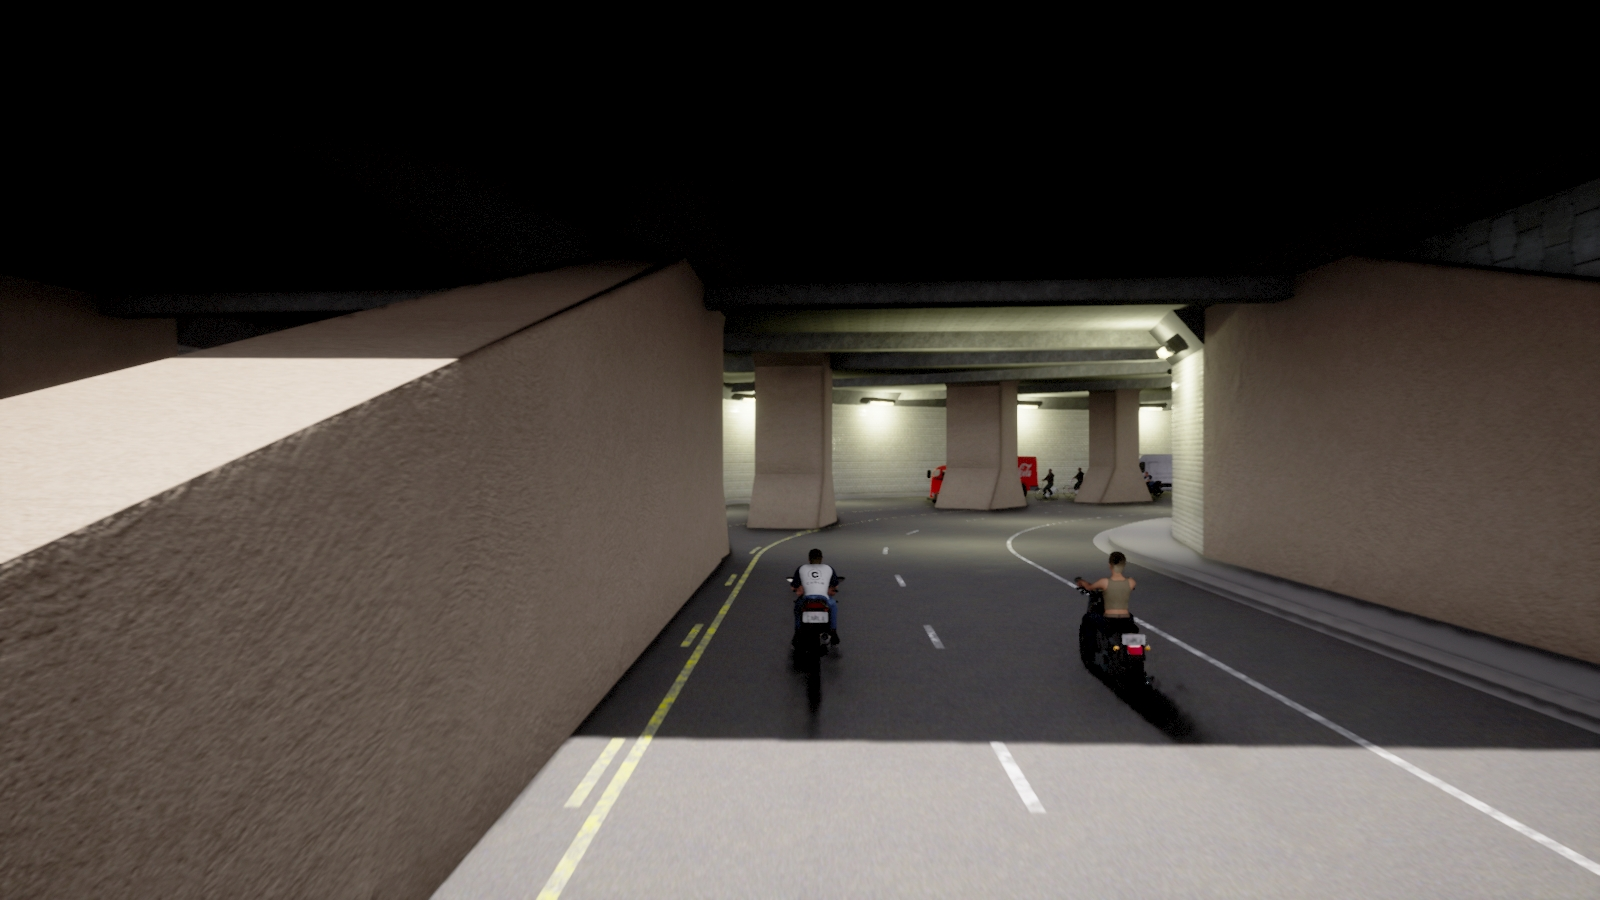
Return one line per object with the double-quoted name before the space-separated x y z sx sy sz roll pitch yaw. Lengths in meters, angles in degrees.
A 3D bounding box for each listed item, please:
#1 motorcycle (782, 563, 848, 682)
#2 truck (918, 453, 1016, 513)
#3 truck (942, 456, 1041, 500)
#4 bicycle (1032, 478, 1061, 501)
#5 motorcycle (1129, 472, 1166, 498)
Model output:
"motorcycle" 0.200 2.174 14.735 0.803 1.224 2.033 0 0 1
"truck" 8.917 1.668 60.558 2.627 2.467 5.204 8 9 40
"truck" 11.063 1.568 65.978 5.204 2.467 2.627 0 0 -32
"bicycle" 13.704 2.170 63.462 1.835 1.251 0.329 0 0 -32
"motorcycle" 20.430 2.031 67.118 2.033 1.505 0.803 0 0 -23
